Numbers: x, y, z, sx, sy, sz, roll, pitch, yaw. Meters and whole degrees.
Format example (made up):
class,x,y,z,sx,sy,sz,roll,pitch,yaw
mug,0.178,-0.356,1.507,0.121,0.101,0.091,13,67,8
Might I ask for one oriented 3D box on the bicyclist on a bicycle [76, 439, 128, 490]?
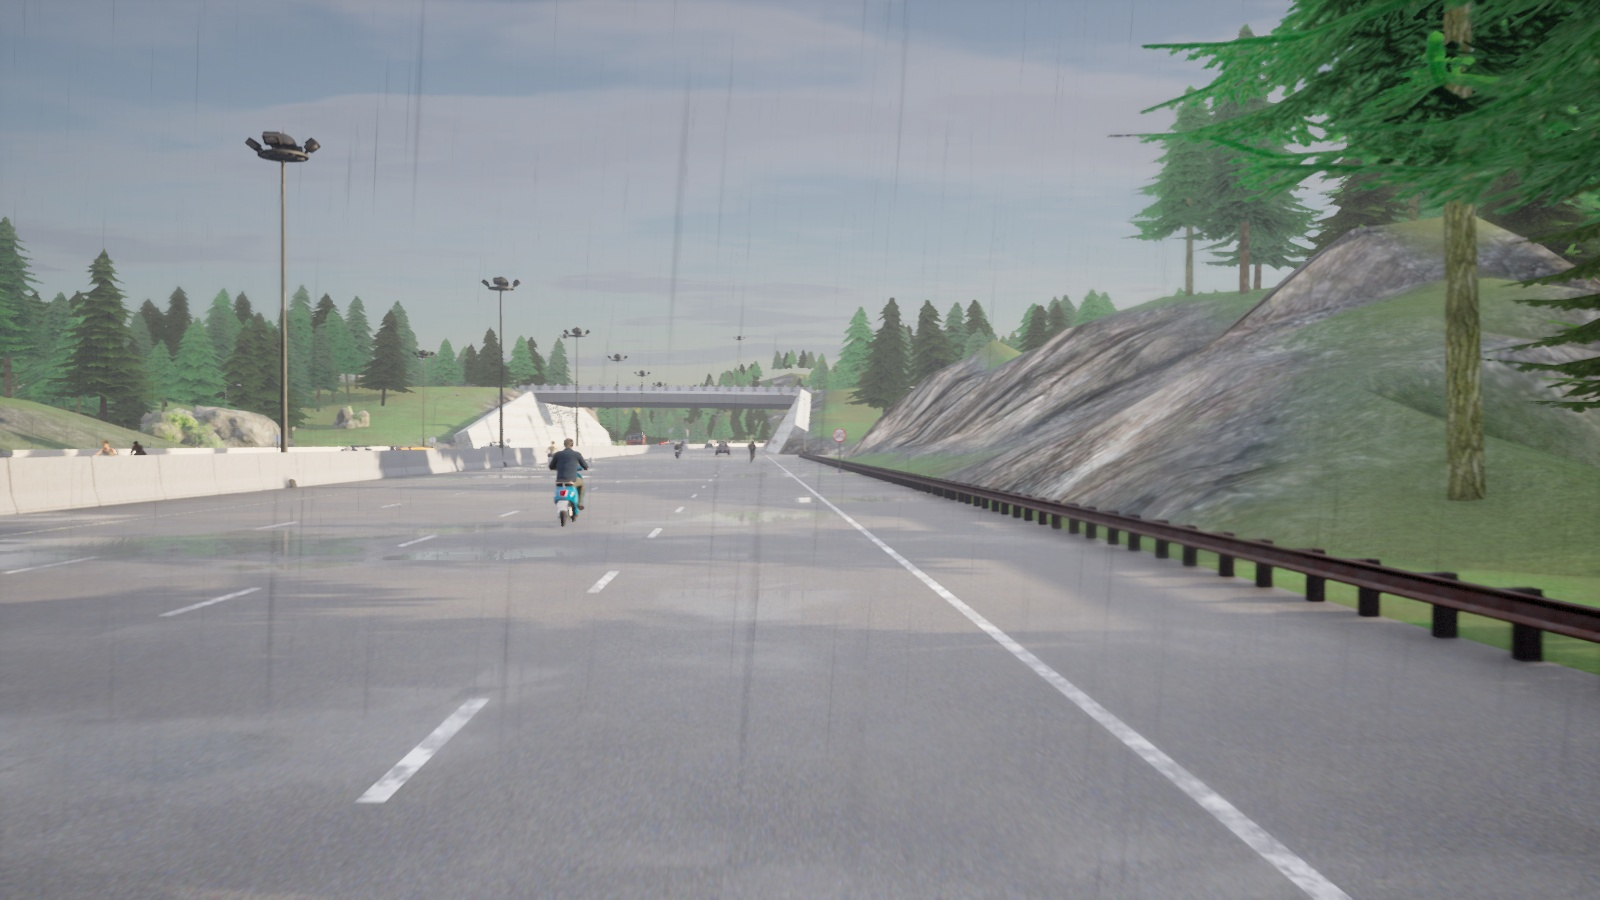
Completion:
class,x,y,z,sx,sy,sz,roll,pitch,yaw
bicyclist on a bicycle,-22.426,0.441,40.372,0.866,1.612,1.509,0,0,-2

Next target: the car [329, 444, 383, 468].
class,x,y,z,sx,sy,sz,roll,pitch,yaw
car,-27.394,0.355,77.633,1.994,1.385,4.181,0,0,-2

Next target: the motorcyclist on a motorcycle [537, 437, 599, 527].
class,x,y,z,sx,sy,sz,roll,pitch,yaw
motorcyclist on a motorcycle,-4.240,0.567,23.101,0.866,1.590,1.817,0,0,-2
